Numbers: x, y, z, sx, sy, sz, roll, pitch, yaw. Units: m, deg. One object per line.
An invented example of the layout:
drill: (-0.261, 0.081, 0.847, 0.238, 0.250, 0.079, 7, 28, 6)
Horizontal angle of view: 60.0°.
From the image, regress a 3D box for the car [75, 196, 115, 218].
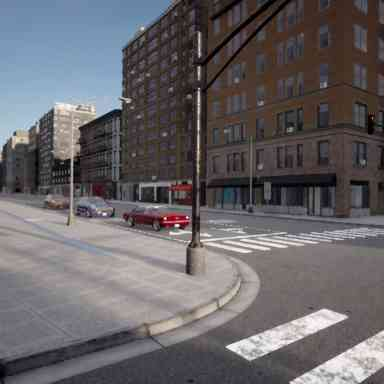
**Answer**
car: (-8.057, 1.135, 27.605, 2.097, 1.767, 4.553, 1, 0, -36)

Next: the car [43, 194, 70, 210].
car: (-15.357, 1.046, 37.794, 2.097, 1.767, 4.553, 1, 0, -36)

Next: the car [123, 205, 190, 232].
car: (-2.153, 1.453, 19.373, 1.895, 1.301, 4.718, 1, 0, -38)
